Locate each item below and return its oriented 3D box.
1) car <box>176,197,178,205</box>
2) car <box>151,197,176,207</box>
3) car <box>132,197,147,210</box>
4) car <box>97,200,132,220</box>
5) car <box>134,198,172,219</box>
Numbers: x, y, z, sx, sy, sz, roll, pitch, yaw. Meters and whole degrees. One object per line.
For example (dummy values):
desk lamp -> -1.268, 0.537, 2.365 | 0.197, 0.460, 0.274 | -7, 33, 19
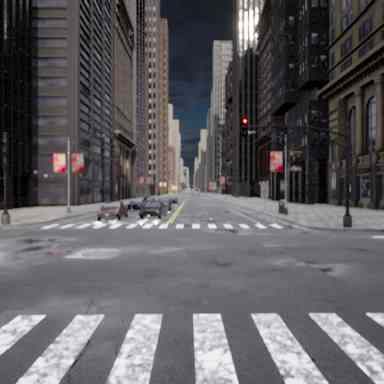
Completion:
car -> -3.371, 1.530, 58.642 | 2.033, 1.411, 5.357 | 0, 0, 0
car -> -3.384, 1.489, 40.104 | 2.128, 1.511, 4.902 | 0, 0, 0
car -> -6.639, 1.599, 38.960 | 1.895, 1.301, 4.718 | 0, 0, 0
car -> -6.627, 1.527, 28.244 | 1.812, 1.442, 4.674 | 0, 0, 0
car -> -3.354, 1.548, 29.677 | 2.033, 1.411, 5.357 | 0, 0, 4
